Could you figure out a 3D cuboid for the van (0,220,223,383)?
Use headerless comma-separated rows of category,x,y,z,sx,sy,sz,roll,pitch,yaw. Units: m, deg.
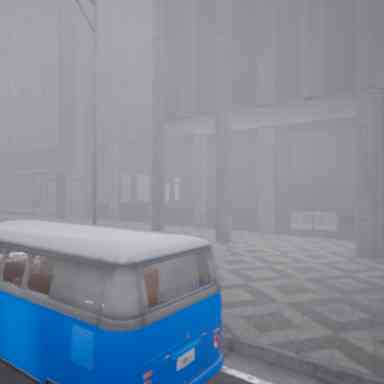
van,-1.563,1.319,4.202,3.998,1.788,1.690,0,0,36
